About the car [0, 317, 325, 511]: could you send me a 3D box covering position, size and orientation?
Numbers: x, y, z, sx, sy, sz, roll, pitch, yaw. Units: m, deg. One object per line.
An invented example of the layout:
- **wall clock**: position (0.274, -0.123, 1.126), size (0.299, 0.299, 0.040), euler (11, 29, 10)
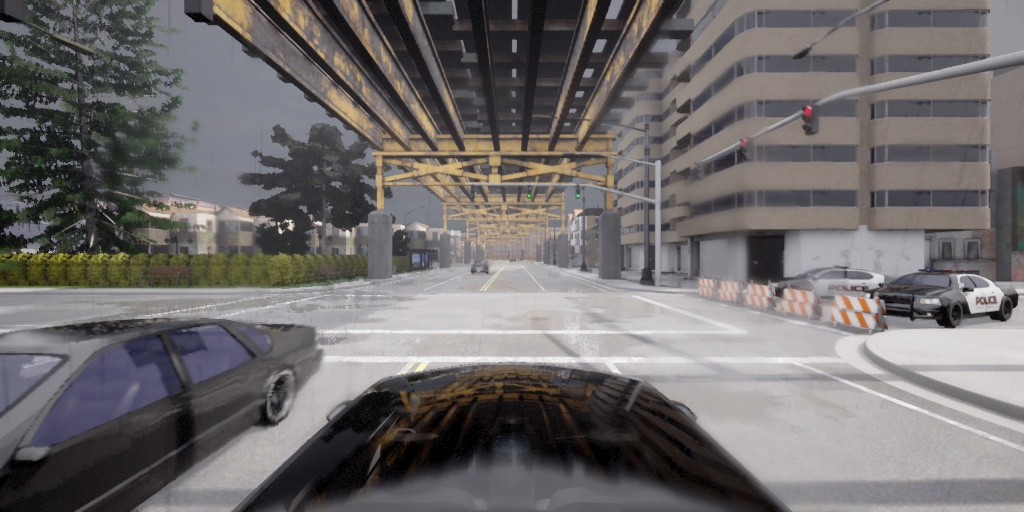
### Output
- **car**: position (-3.574, 1.304, 2.913), size (2.033, 1.411, 5.357), euler (0, 0, -2)

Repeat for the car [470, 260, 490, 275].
- **car**: position (-3.389, 1.217, 39.177), size (2.128, 1.511, 4.902), euler (0, 1, 0)
